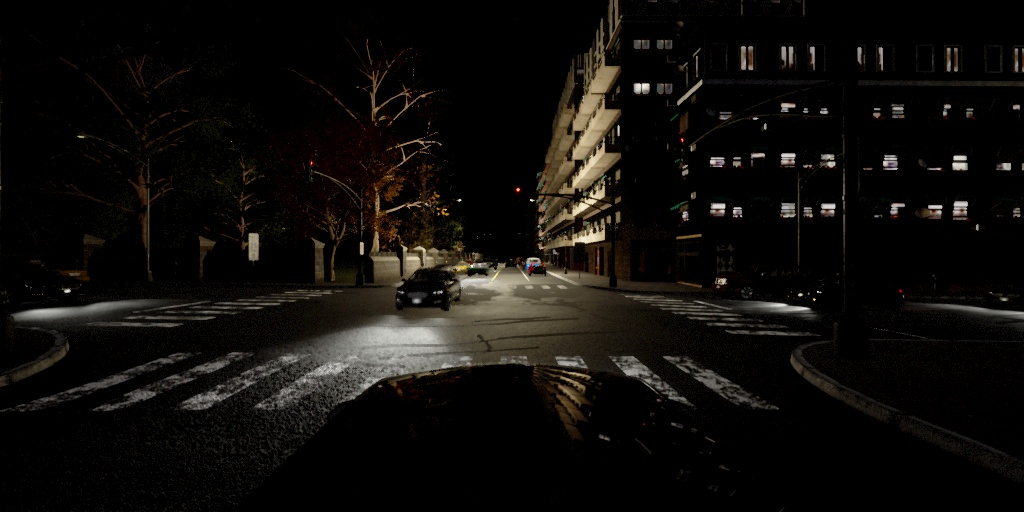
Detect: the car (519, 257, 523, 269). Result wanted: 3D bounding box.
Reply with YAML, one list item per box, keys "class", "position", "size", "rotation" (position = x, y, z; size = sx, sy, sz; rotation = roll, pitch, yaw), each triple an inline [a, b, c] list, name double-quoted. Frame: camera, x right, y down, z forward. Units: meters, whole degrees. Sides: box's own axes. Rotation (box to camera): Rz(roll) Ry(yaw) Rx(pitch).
- class: "car"
  position: [2.455, 1.228, 53.741]
  size: [1.967, 1.591, 4.097]
  rotation: [0, 0, 0]

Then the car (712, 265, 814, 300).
- class: "car"
  position: [13.374, 1.352, 18.929]
  size: [5.009, 1.841, 2.192]
  rotation: [0, 0, -1]

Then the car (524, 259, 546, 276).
- class: "car"
  position: [2.533, 1.313, 36.850]
  size: [1.888, 1.381, 4.507]
  rotation: [0, 0, 0]

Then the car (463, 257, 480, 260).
- class: "car"
  position: [-5.900, 1.095, 48.072]
  size: [2.192, 1.841, 5.009]
  rotation: [0, 0, 0]

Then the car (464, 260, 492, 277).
- class: "car"
  position: [-3.251, 1.367, 35.188]
  size: [1.895, 1.301, 4.718]
  rotation: [0, 0, 0]

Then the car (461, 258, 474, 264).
- class: "car"
  position: [-5.872, 1.299, 42.273]
  size: [1.751, 1.417, 4.829]
  rotation: [0, 0, 0]

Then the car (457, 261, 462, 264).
- class: "car"
  position: [-5.822, 1.329, 31.181]
  size: [1.948, 1.339, 4.313]
  rotation: [0, 0, 0]

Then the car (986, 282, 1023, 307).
- class: "car"
  position: [24.953, 1.764, 16.509]
  size: [4.674, 1.442, 1.812]
  rotation: [1, 0, -1]

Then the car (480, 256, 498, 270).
- class: "car"
  position: [-3.311, 1.009, 52.820]
  size: [2.150, 2.045, 5.566]
  rotation: [0, 0, 0]

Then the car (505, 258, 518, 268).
- class: "car"
  position: [-0.175, 1.364, 61.545]
  size: [1.994, 1.385, 4.181]
  rotation: [0, 0, 0]

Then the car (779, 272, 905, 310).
- class: "car"
  position: [15.116, 1.623, 16.365]
  size: [4.181, 1.385, 1.994]
  rotation: [1, 0, -1]

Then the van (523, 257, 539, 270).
- class: "van"
  position: [2.507, 1.114, 42.481]
  size: [1.690, 1.789, 3.998]
  rotation: [0, 0, 0]

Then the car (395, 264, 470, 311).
- class: "car"
  position: [-3.153, 1.235, 14.297]
  size: [2.128, 1.511, 4.902]
  rotation: [0, 0, 0]

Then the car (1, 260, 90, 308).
- class: "car"
  position: [-18.205, 0.953, 12.695]
  size: [4.892, 1.490, 1.837]
  rotation: [1, 0, -1]
